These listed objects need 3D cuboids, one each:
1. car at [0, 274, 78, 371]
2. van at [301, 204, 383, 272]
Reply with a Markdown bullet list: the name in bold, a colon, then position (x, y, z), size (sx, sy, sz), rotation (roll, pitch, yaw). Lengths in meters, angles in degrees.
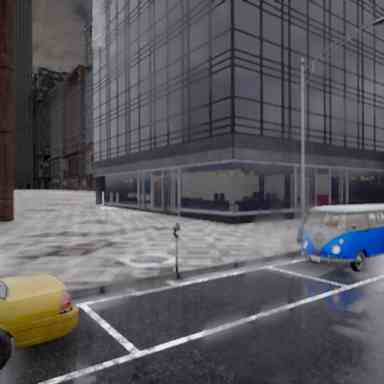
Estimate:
- **car**: position (-3.905, 1.531, 3.863), size (4.829, 1.417, 1.752), rotation (0, 0, -36)
- **van**: position (5.078, 1.284, 10.287), size (3.998, 1.788, 1.690), rotation (0, 0, -36)
